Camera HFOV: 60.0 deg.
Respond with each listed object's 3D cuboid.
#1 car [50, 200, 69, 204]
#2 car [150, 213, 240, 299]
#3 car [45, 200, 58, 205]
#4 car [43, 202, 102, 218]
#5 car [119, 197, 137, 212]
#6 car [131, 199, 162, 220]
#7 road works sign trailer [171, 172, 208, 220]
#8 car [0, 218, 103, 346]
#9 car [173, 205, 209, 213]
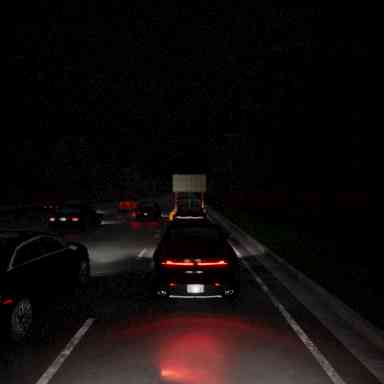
[{"bbox_3d":[-10.635,1.601,29.850,1.895,1.301,4.718,0,0,-1],"label":"car"},{"bbox_3d":[0.047,1.505,8.453,1.837,1.490,4.892,0,0,0],"label":"car"},{"bbox_3d":[-14.188,1.547,35.939,2.033,1.411,5.357,0,0,-1],"label":"car"},{"bbox_3d":[-7.061,1.548,20.657,2.033,1.411,5.357,0,0,-1],"label":"car"},{"bbox_3d":[-7.220,1.353,39.432,2.097,1.767,4.553,0,0,0],"label":"car"},{"bbox_3d":[-3.619,1.525,28.139,1.812,1.442,4.674,0,0,-1],"label":"car"},{"bbox_3d":[-0.186,0.464,22.712,2.380,3.560,2.880,0,0,-3],"label":"road works sign trailer"},{"bbox_3d":[-3.434,1.490,6.324,2.128,1.511,4.902,0,0,0],"label":"car"},{"bbox_3d":[-0.066,1.488,18.842,2.128,1.511,4.902,0,0,1],"label":"car"}]
